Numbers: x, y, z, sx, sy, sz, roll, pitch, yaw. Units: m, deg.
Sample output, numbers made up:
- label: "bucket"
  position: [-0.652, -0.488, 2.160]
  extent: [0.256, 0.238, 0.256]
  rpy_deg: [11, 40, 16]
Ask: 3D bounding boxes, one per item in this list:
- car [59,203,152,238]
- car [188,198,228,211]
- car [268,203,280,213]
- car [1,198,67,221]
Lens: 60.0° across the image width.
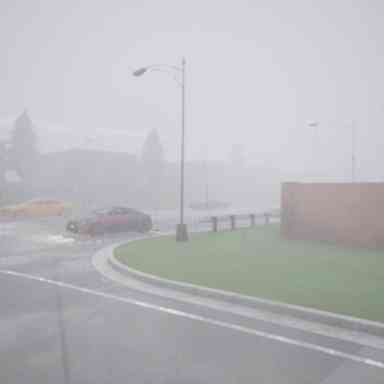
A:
- label: "car"
  position: [-4.037, 1.400, 16.618]
  extent: [4.181, 1.385, 1.994]
  rpy_deg: [0, 0, -43]
- label: "car"
  position: [1.789, 1.354, 36.526]
  extent: [4.718, 1.301, 1.895]
  rpy_deg: [0, 1, -43]
- label: "car"
  position: [8.370, 1.412, 28.275]
  extent: [4.674, 1.442, 1.812]
  rpy_deg: [0, 1, -44]
- label: "car"
  position: [-11.112, 1.178, 24.374]
  extent: [5.008, 1.535, 1.882]
  rpy_deg: [0, 1, -43]
